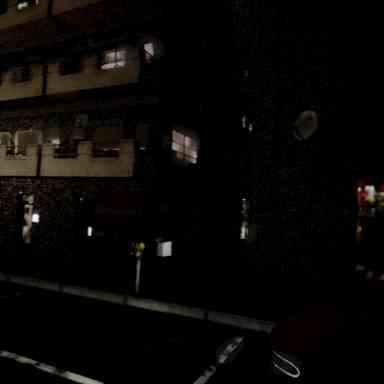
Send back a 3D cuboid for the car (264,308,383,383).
[{"bbox_3d":[3.221,1.775,3.094,5.008,1.535,1.882,1,-3,25],"label":"car"}]
